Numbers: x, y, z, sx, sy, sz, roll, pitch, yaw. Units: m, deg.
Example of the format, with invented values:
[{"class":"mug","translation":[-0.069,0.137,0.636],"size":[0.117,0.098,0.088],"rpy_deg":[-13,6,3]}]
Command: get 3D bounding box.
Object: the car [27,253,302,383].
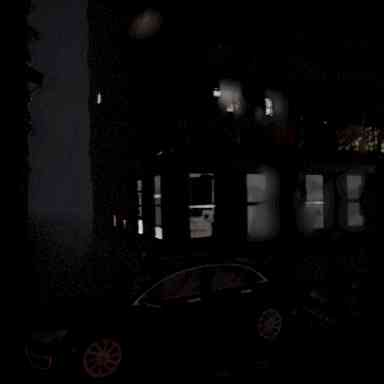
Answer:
[{"class":"car","translation":[-0.248,1.750,5.442],"size":[4.403,1.369,2.008],"rpy_deg":[0,-3,-25]}]
